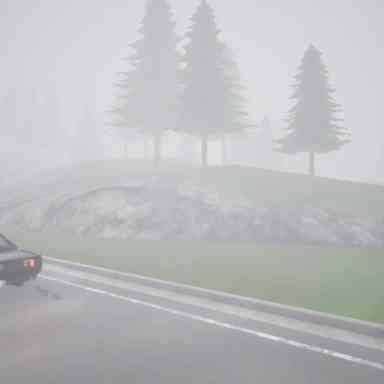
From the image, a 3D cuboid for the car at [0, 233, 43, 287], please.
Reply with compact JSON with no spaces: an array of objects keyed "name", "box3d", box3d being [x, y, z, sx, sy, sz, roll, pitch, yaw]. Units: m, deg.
[{"name":"car","box3d":[-5.765,1.601,8.106,4.718,1.301,1.895,0,0,36]}]
